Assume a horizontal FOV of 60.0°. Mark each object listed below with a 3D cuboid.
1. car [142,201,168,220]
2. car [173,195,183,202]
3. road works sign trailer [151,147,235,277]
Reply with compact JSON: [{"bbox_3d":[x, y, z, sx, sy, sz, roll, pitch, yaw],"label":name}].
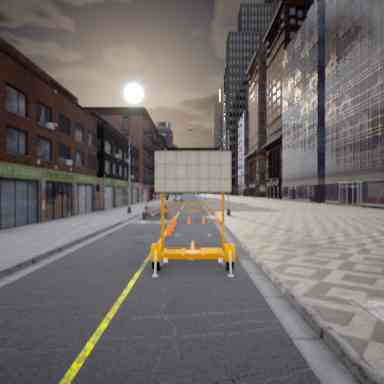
[{"bbox_3d":[-3.012,1.495,28.077,1.812,1.442,4.674,0,0,0],"label":"car"},{"bbox_3d":[-2.793,1.462,68.410,2.128,1.511,4.902,0,0,0],"label":"car"},{"bbox_3d":[0.030,0.447,10.168,2.380,3.560,2.880,0,0,0],"label":"road works sign trailer"}]
